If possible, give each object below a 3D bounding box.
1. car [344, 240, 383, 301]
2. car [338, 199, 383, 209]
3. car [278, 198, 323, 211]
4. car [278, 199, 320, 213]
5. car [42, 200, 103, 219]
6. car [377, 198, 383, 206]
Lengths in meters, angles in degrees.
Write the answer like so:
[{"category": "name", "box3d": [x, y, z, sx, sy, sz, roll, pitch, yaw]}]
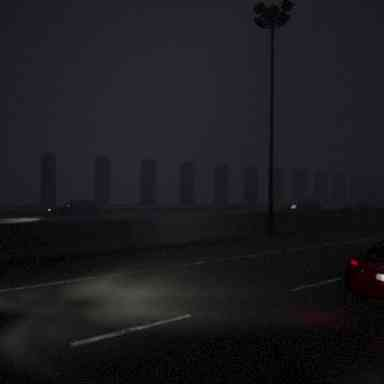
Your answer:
[{"category": "car", "box3d": [5.258, 1.588, 7.336, 4.181, 1.385, 1.994, 0, 0, -35]}, {"category": "car", "box3d": [15.439, 1.616, 31.075, 4.181, 1.385, 1.994, 0, 0, -32]}, {"category": "car", "box3d": [10.456, 1.358, 32.028, 4.553, 1.767, 2.097, 0, 0, -32]}, {"category": "car", "box3d": [11.991, 1.532, 37.172, 4.674, 1.442, 1.812, 0, 0, -32]}, {"category": "car", "box3d": [-9.629, 1.369, 27.088, 4.674, 1.442, 1.812, 1, 0, -35]}, {"category": "car", "box3d": [30.241, 1.676, 52.980, 5.357, 1.411, 2.033, 0, 0, -33]}]
